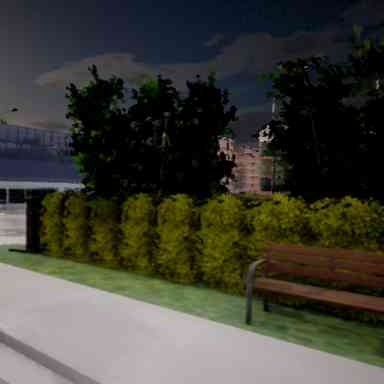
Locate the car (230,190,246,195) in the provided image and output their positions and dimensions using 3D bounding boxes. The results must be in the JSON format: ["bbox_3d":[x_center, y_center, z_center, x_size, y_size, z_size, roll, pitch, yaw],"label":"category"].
[{"bbox_3d":[10.037,0.365,71.871,1.837,1.490,4.892,1,1,35],"label":"car"}]
